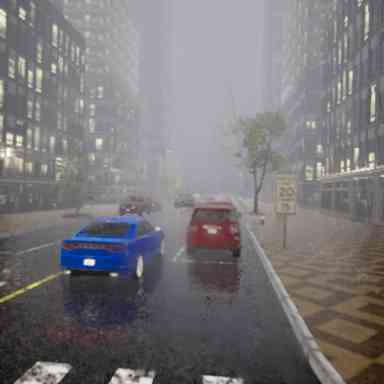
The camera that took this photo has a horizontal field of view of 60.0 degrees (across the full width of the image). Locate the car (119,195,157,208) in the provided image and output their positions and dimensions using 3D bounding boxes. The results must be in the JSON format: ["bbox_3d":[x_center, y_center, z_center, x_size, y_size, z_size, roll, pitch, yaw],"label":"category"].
[{"bbox_3d":[-5.164,1.238,30.873,2.192,1.841,5.009,1,0,6],"label":"car"}]

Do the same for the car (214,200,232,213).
[{"bbox_3d":[3.888,1.690,41.052,2.008,1.369,4.403,1,0,6],"label":"car"}]

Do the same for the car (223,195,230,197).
[{"bbox_3d":[5.730,1.722,57.626,1.887,1.381,4.507,1,0,6],"label":"car"}]

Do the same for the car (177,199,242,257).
[{"bbox_3d":[0.934,1.399,13.420,2.192,1.841,5.009,1,0,6],"label":"car"}]

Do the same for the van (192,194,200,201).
[{"bbox_3d":[0.975,1.394,86.119,1.690,1.788,3.998,1,0,6],"label":"van"}]

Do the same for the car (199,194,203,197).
[{"bbox_3d":[2.659,1.582,53.019,1.882,1.535,5.008,1,0,7],"label":"car"}]

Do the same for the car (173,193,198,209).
[{"bbox_3d":[-0.961,1.240,45.448,2.150,2.045,5.566,1,0,6],"label":"car"}]

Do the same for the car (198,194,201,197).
[{"bbox_3d":[0.359,1.480,80.595,1.967,1.590,4.097,1,0,6],"label":"car"}]

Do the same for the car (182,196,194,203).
[{"bbox_3d":[-0.871,1.563,69.545,2.008,1.369,4.403,1,0,6],"label":"car"}]

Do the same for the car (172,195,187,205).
[{"bbox_3d":[-2.097,1.426,58.496,1.967,1.590,4.097,1,0,6],"label":"car"}]

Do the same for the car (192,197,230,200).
[{"bbox_3d":[1.453,1.408,18.954,2.192,1.841,5.009,1,0,6],"label":"car"}]

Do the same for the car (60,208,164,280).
[{"bbox_3d":[-2.120,1.489,10.190,1.882,1.535,5.008,1,0,6],"label":"car"}]

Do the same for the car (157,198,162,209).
[{"bbox_3d":[-4.553,1.375,36.397,1.967,1.590,4.097,1,0,6],"label":"car"}]
